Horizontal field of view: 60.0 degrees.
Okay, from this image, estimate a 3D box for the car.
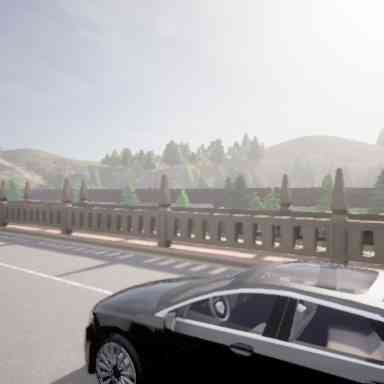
[{"bbox_3d":[0.931,1.487,3.329,4.902,1.511,2.128,0,0,35],"label":"car"}]
